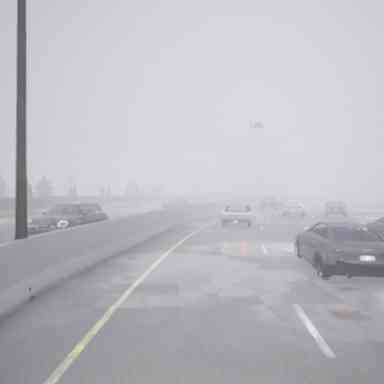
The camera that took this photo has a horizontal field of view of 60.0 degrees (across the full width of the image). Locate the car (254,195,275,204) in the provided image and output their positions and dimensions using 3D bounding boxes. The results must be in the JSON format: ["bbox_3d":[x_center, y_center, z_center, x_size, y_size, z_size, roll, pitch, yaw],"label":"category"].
[{"bbox_3d":[12.996,1.309,59.198,1.812,1.442,4.674,0,0,37],"label":"car"}]

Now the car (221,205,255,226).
[{"bbox_3d":[3.223,1.512,22.541,1.895,1.301,4.718,0,0,15],"label":"car"}]

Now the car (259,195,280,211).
[{"bbox_3d":[9.502,1.210,39.460,2.097,1.767,4.553,0,0,25],"label":"car"}]

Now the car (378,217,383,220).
[{"bbox_3d":[8.398,1.535,13.146,1.994,1.385,4.181,0,0,9],"label":"car"}]

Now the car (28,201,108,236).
[{"bbox_3d":[-5.606,1.264,15.282,2.097,1.767,4.553,0,0,10],"label":"car"}]

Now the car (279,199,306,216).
[{"bbox_3d":[9.282,1.425,30.107,1.812,1.442,4.674,0,0,20],"label":"car"}]

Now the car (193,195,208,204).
[{"bbox_3d":[0.832,1.258,53.343,2.128,1.511,4.902,0,0,31],"label":"car"}]

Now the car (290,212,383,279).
[{"bbox_3d":[4.382,1.535,9.878,1.994,1.385,4.181,0,0,6],"label":"car"}]

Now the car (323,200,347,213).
[{"bbox_3d":[13.016,1.459,30.282,2.033,1.411,5.357,0,0,21],"label":"car"}]

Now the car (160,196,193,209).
[{"bbox_3d":[-2.023,1.293,39.953,1.882,1.535,5.008,0,0,24],"label":"car"}]
